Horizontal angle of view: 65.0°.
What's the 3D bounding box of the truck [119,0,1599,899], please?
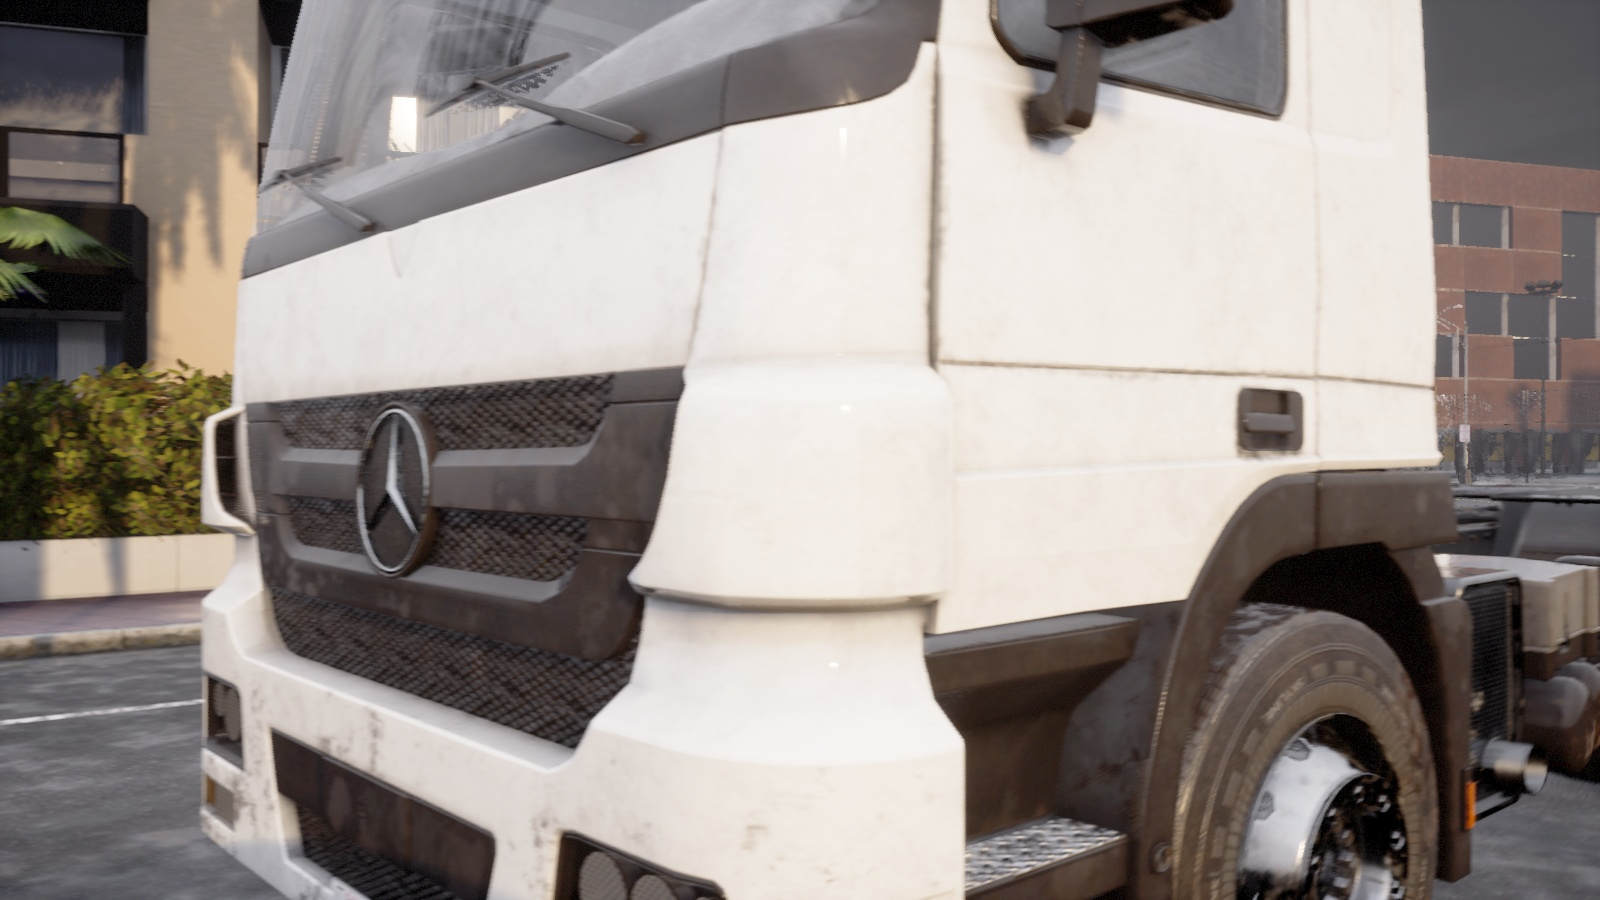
[{"bbox_3d":[1.907,-0.225,5.271,7.936,3.462,2.891,0,0,-41],"label":"truck"}]
